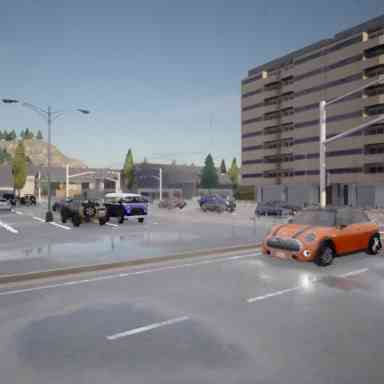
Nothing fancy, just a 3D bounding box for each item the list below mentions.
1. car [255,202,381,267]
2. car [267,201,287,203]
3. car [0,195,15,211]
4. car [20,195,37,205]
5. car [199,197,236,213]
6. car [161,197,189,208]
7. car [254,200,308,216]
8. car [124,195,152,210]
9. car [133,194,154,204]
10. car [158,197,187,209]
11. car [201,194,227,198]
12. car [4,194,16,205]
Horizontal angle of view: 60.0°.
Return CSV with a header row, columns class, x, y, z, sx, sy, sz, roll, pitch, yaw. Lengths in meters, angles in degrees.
class,x,y,z,sx,sy,sz,roll,pitch,yaw
car,4.561,1.352,11.574,4.553,1.767,2.097,0,0,-36
car,7.678,1.619,30.212,1.994,1.385,4.181,0,0,-35
car,-21.826,1.451,37.877,1.970,1.475,3.806,0,0,-35
car,-27.288,1.209,55.334,1.932,1.855,4.605,0,0,-35
car,2.813,1.619,37.066,1.994,1.385,4.181,0,0,-35
car,-2.649,1.560,50.815,1.837,1.490,4.892,0,0,-35
car,9.072,1.603,34.292,2.033,1.411,5.357,0,0,-35
car,-8.723,1.656,53.367,1.895,1.301,4.718,0,0,-35
car,-9.306,1.547,66.540,2.128,1.511,4.902,0,0,-35
car,-2.954,1.619,45.184,1.994,1.385,4.181,0,0,-35
car,3.184,1.277,42.581,2.150,2.045,5.566,0,0,-35
car,-29.684,1.212,53.710,1.905,1.878,3.866,0,0,-35
